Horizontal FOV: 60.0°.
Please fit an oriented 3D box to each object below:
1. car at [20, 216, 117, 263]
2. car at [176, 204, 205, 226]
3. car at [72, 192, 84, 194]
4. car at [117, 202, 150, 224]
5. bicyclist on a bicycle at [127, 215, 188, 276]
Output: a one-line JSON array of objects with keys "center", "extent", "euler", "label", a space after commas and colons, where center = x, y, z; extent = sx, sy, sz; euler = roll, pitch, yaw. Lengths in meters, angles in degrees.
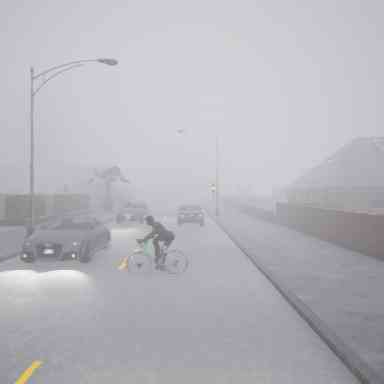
[{"center": [-4.215, 1.564, 11.750], "extent": [1.994, 1.385, 4.181], "euler": [0, 0, 0], "label": "car"}, {"center": [-0.143, 1.547, 23.366], "extent": [2.033, 1.411, 5.357], "euler": [0, 0, -2], "label": "car"}, {"center": [-20.413, 0.985, 58.051], "extent": [1.905, 1.878, 3.866], "euler": [0, 0, 34], "label": "car"}, {"center": [-4.292, 1.492, 24.718], "extent": [2.128, 1.511, 4.902], "euler": [0, 0, 0], "label": "car"}, {"center": [-0.947, 1.449, 8.883], "extent": [1.656, 1.620, 0.582], "euler": [-2, 0, -1], "label": "bicyclist on a bicycle"}]
